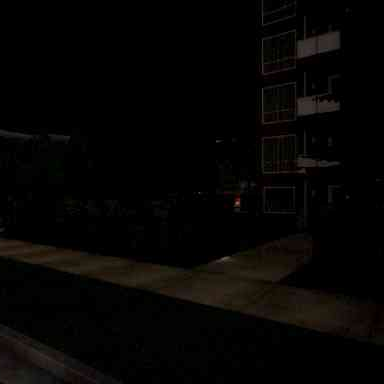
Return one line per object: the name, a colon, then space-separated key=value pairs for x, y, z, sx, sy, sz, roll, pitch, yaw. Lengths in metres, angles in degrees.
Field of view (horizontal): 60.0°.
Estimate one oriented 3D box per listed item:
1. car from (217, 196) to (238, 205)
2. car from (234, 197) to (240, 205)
car: x=6.473 y=1.526 z=60.134 sx=1.812 sy=1.442 sz=4.674 roll=0 pitch=0 yaw=36
car: x=9.307 y=1.478 z=58.079 sx=1.882 sy=1.535 sz=5.008 roll=0 pitch=0 yaw=36
